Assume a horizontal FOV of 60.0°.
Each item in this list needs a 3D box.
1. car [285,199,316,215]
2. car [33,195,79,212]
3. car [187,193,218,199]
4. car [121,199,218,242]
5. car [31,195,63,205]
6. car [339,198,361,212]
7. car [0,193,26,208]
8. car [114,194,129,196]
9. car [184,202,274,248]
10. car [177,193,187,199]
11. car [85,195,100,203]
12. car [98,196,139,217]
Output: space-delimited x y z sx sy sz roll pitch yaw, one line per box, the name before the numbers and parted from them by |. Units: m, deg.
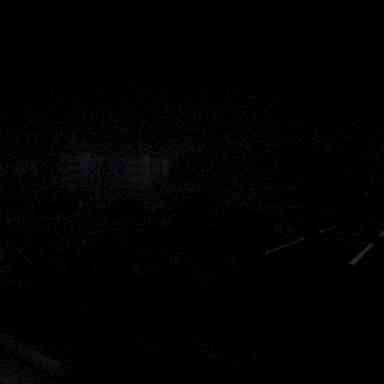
car | 10.185 1.384 31.128 1.970 1.475 3.806 0 0 35
car | -14.094 1.302 34.840 2.007 1.523 4.514 0 0 35
car | 1.783 1.099 46.294 1.932 1.855 4.605 0 0 35
car | -0.686 1.331 15.954 2.152 1.636 5.027 0 0 35
car | -23.775 1.305 54.778 2.007 1.523 4.514 0 0 35
car | 16.896 1.372 35.478 1.845 1.501 3.633 0 0 35
car | -23.867 1.104 42.597 1.932 1.855 4.605 0 0 35
car | -11.289 1.158 54.999 2.152 1.636 5.027 0 0 35
car | 1.909 1.340 14.190 2.007 1.523 4.514 0 0 35
car | -0.830 1.079 47.630 1.905 1.878 3.866 0 0 35
car | -16.721 1.238 58.431 1.970 1.475 3.806 0 0 35
car | -5.949 1.322 29.050 1.845 1.501 3.633 0 0 35
